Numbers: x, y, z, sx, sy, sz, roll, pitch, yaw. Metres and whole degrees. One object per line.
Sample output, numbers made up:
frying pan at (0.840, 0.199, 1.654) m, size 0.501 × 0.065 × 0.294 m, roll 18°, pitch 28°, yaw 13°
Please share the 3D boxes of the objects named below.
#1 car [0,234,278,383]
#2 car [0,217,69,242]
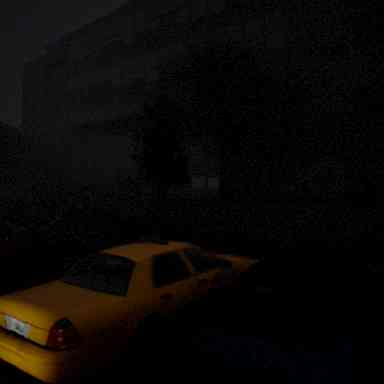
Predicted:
car at (-0.487, 1.508, 5.862) m, size 1.946 × 1.575 × 5.366 m, roll -1°, pitch 0°, yaw 36°
car at (-5.160, 1.432, 8.937) m, size 2.185 × 1.767 × 4.553 m, roll -1°, pitch 0°, yaw 36°
